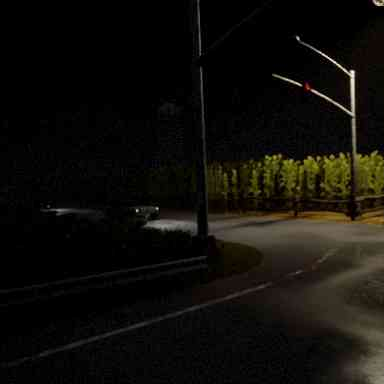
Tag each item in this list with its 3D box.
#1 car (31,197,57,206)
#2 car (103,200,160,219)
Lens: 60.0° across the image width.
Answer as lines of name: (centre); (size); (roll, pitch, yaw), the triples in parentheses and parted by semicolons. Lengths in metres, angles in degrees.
car: (-16.996, 1.257, 37.787); (1.895, 1.301, 4.718); (-4, 2, -40)
car: (-4.126, 1.180, 22.217); (1.895, 1.301, 4.718); (-4, 2, -40)
